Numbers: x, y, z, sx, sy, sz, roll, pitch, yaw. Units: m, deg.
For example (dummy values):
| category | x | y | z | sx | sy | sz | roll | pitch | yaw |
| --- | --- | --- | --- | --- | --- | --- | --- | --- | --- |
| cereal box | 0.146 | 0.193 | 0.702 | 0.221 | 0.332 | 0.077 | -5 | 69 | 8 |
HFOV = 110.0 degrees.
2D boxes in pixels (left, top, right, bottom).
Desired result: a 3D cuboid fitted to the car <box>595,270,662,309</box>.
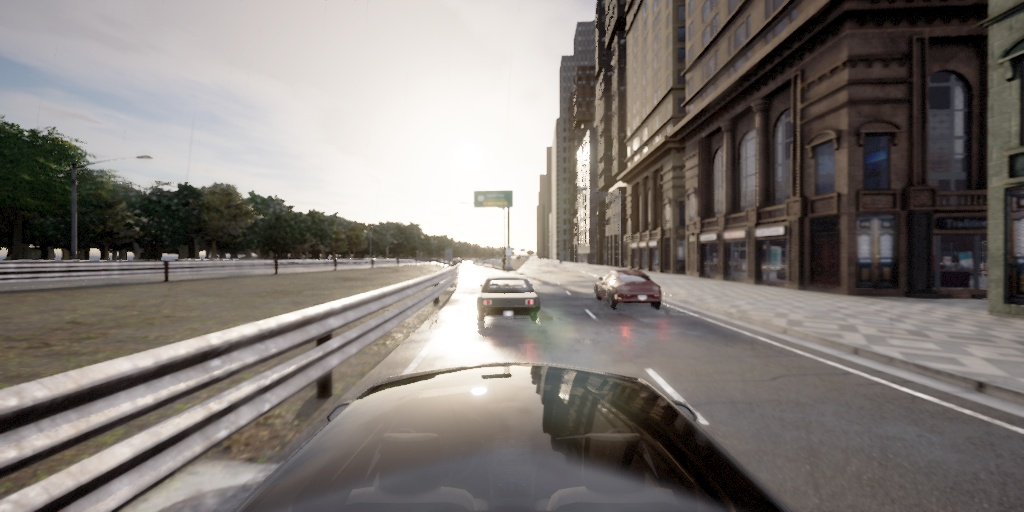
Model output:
| category | x | y | z | sx | sy | sz | roll | pitch | yaw |
| --- | --- | --- | --- | --- | --- | --- | --- | --- | --- |
| car | 4.700 | 1.293 | 14.889 | 1.812 | 1.442 | 4.674 | 0 | 0 | 3 |

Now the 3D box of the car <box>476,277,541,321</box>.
| category | x | y | z | sx | sy | sz | roll | pitch | yaw |
| --- | --- | --- | --- | --- | --- | --- | --- | --- | --- |
| car | -0.194 | 1.361 | 12.502 | 1.895 | 1.301 | 4.718 | 0 | 0 | -2 |
